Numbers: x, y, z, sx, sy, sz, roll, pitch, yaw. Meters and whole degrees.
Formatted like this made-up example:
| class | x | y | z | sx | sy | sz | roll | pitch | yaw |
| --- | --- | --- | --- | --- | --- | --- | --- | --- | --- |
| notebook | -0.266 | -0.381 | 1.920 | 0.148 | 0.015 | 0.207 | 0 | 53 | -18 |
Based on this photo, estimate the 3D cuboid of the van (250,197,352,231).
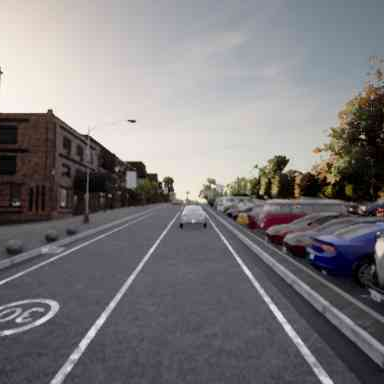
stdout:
| class | x | y | z | sx | sy | sz | roll | pitch | yaw |
| --- | --- | --- | --- | --- | --- | --- | --- | --- | --- |
| van | 5.512 | 1.397 | 17.228 | 4.442 | 1.987 | 1.878 | 0 | 0 | 0 |

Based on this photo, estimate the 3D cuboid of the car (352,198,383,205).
| class | x | y | z | sx | sy | sz | roll | pitch | yaw |
| --- | --- | --- | --- | --- | --- | --- | --- | --- | --- |
| car | 18.654 | 1.505 | 31.438 | 5.566 | 2.045 | 2.435 | 0 | -1 | 0 |

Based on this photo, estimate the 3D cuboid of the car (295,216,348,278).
| class | x | y | z | sx | sy | sz | roll | pitch | yaw |
| --- | --- | --- | --- | --- | --- | --- | --- | --- | --- |
| car | 5.639 | 1.552 | 8.817 | 5.008 | 1.535 | 2.097 | 0 | 0 | 0 |

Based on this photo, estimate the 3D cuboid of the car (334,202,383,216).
| class | x | y | z | sx | sy | sz | roll | pitch | yaw |
| --- | --- | --- | --- | --- | --- | --- | --- | --- | --- |
| car | 18.643 | 1.849 | 37.003 | 4.792 | 1.488 | 2.163 | 0 | -1 | 0 |

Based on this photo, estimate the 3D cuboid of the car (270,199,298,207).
| class | x | y | z | sx | sy | sz | roll | pitch | yaw |
| --- | --- | --- | --- | --- | --- | --- | --- | --- | --- |
| car | 18.643 | 2.237 | 67.633 | 5.008 | 1.535 | 2.097 | 0 | -1 | 0 |

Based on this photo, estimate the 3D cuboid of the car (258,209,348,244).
| class | x | y | z | sx | sy | sz | roll | pitch | yaw |
| --- | --- | --- | --- | --- | --- | --- | --- | --- | --- |
| car | 5.605 | 1.629 | 14.423 | 4.792 | 1.488 | 2.163 | 0 | 0 | 0 |

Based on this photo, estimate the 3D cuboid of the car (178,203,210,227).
| class | x | y | z | sx | sy | sz | roll | pitch | yaw |
| --- | --- | --- | --- | --- | --- | --- | --- | --- | --- |
| car | 0.087 | 1.742 | 24.380 | 1.812 | 1.442 | 4.674 | 0 | -1 | 0 |

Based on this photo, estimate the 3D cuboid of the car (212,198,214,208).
| class | x | y | z | sx | sy | sz | roll | pitch | yaw |
| --- | --- | --- | --- | --- | --- | --- | --- | --- | --- |
| car | 5.573 | 1.916 | 45.255 | 4.892 | 1.521 | 2.231 | 0 | -1 | 0 |

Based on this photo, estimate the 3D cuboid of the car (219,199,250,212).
| class | x | y | z | sx | sy | sz | roll | pitch | yaw |
| --- | --- | --- | --- | --- | --- | --- | --- | --- | --- |
| car | 5.593 | 1.784 | 34.038 | 4.892 | 1.521 | 2.231 | 0 | -1 | 0 |

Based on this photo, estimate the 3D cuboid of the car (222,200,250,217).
| class | x | y | z | sx | sy | sz | roll | pitch | yaw |
| --- | --- | --- | --- | --- | --- | --- | --- | --- | --- |
| car | 5.574 | 1.782 | 31.240 | 4.792 | 1.488 | 2.163 | 0 | -1 | 0 |

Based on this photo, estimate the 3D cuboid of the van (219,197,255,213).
| class | x | y | z | sx | sy | sz | roll | pitch | yaw |
| --- | --- | --- | --- | --- | --- | --- | --- | --- | --- |
| van | 5.699 | 1.656 | 42.455 | 4.442 | 1.987 | 1.878 | 0 | -1 | 0 |

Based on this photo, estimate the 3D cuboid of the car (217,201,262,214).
| class | x | y | z | sx | sy | sz | roll | pitch | yaw |
| --- | --- | --- | --- | --- | --- | --- | --- | --- | --- |
| car | 5.582 | 1.849 | 39.649 | 5.008 | 1.535 | 2.097 | 0 | -1 | 0 |

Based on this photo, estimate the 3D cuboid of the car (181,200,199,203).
| class | x | y | z | sx | sy | sz | roll | pitch | yaw |
| --- | --- | --- | --- | --- | --- | --- | --- | --- | --- |
| car | 0.081 | 1.747 | 40.918 | 2.097 | 1.767 | 4.553 | 0 | -1 | 0 |

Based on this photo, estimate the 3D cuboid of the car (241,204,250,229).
| class | x | y | z | sx | sy | sz | roll | pitch | yaw |
| --- | --- | --- | --- | --- | --- | --- | --- | --- | --- |
| car | 5.653 | 1.677 | 20.030 | 4.792 | 1.488 | 2.163 | 0 | 0 | 0 |

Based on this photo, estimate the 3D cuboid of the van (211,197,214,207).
| class | x | y | z | sx | sy | sz | roll | pitch | yaw |
| --- | --- | --- | --- | --- | --- | --- | --- | --- | --- |
| van | 5.459 | 1.721 | 48.061 | 4.442 | 1.987 | 1.878 | 0 | -1 | 0 |

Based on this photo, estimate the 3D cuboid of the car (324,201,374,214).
| class | x | y | z | sx | sy | sz | roll | pitch | yaw |
| --- | --- | --- | --- | --- | --- | --- | --- | --- | --- |
| car | 18.662 | 1.851 | 39.788 | 5.008 | 1.535 | 2.097 | 0 | -1 | 0 |

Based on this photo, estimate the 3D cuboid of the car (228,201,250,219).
| class | x | y | z | sx | sy | sz | roll | pitch | yaw |
| --- | --- | --- | --- | --- | --- | --- | --- | --- | --- |
| car | 5.608 | 1.696 | 25.633 | 5.008 | 1.535 | 2.097 | 0 | 0 | 0 |

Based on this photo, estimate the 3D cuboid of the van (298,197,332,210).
| class | x | y | z | sx | sy | sz | roll | pitch | yaw |
| --- | --- | --- | --- | --- | --- | --- | --- | --- | --- |
| van | 18.768 | 1.756 | 50.934 | 4.442 | 1.987 | 1.878 | 0 | -1 | 0 |

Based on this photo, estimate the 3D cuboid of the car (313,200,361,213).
| class | x | y | z | sx | sy | sz | roll | pitch | yaw |
| --- | --- | --- | --- | --- | --- | --- | --- | --- | --- |
| car | 18.477 | 1.881 | 42.574 | 5.366 | 1.575 | 1.946 | 0 | -1 | 0 |

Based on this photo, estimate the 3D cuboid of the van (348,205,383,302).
| class | x | y | z | sx | sy | sz | roll | pitch | yaw |
| --- | --- | --- | --- | --- | --- | --- | --- | --- | --- |
| van | 5.533 | 1.302 | 6.016 | 4.442 | 1.987 | 1.878 | 0 | 0 | 0 |

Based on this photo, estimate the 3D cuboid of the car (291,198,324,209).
| class | x | y | z | sx | sy | sz | roll | pitch | yaw |
| --- | --- | --- | --- | --- | --- | --- | --- | --- | --- |
| car | 18.618 | 1.892 | 53.713 | 4.553 | 1.767 | 2.185 | 0 | -1 | 0 |

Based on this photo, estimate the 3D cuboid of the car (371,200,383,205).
| class | x | y | z | sx | sy | sz | roll | pitch | yaw |
| --- | --- | --- | --- | --- | --- | --- | --- | --- | --- |
| car | 18.682 | 1.727 | 28.649 | 5.008 | 1.535 | 2.097 | 0 | -1 | 0 |

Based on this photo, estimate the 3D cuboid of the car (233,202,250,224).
| class | x | y | z | sx | sy | sz | roll | pitch | yaw |
| --- | --- | --- | --- | --- | --- | --- | --- | --- | --- |
| car | 5.804 | 1.668 | 22.834 | 5.366 | 1.575 | 1.946 | 0 | 0 | 0 |

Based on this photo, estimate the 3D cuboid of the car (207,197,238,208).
| class | x | y | z | sx | sy | sz | roll | pitch | yaw |
| --- | --- | --- | --- | --- | --- | --- | --- | --- | --- |
| car | 5.596 | 1.888 | 62.076 | 5.566 | 2.045 | 2.435 | 0 | -1 | 0 |

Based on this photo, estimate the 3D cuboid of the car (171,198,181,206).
| class | x | y | z | sx | sy | sz | roll | pitch | yaw |
| --- | --- | --- | --- | --- | --- | --- | --- | --- | --- |
| car | -3.283 | 2.174 | 71.609 | 2.097 | 1.767 | 4.553 | 0 | -1 | 0 |

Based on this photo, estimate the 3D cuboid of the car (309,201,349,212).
| class | x | y | z | sx | sy | sz | roll | pitch | yaw |
| --- | --- | --- | --- | --- | --- | --- | --- | --- | --- |
| car | 18.656 | 1.957 | 45.359 | 4.674 | 1.452 | 2.002 | 0 | -1 | 0 |

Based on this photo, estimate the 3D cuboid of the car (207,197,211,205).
| class | x | y | z | sx | sy | sz | roll | pitch | yaw |
| --- | --- | --- | --- | --- | --- | --- | --- | --- | --- |
| car | 5.598 | 1.765 | 53.666 | 5.566 | 2.045 | 2.435 | 0 | -1 | 0 |

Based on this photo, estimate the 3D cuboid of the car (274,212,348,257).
| class | x | y | z | sx | sy | sz | roll | pitch | yaw |
| --- | --- | --- | --- | --- | --- | --- | --- | --- | --- |
| car | 5.610 | 1.605 | 11.620 | 4.792 | 1.488 | 2.163 | 0 | 0 | 0 |

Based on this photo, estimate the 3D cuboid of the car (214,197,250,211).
| class | x | y | z | sx | sy | sz | roll | pitch | yaw |
| --- | --- | --- | --- | --- | --- | --- | --- | --- | --- |
| car | 5.621 | 1.565 | 36.848 | 5.566 | 2.045 | 2.435 | 0 | -1 | 0 |
